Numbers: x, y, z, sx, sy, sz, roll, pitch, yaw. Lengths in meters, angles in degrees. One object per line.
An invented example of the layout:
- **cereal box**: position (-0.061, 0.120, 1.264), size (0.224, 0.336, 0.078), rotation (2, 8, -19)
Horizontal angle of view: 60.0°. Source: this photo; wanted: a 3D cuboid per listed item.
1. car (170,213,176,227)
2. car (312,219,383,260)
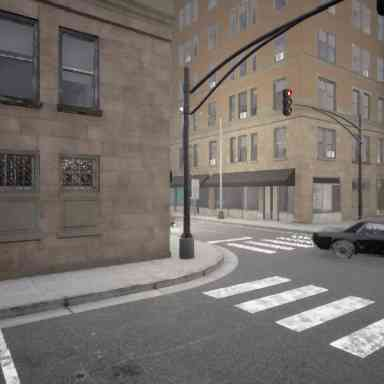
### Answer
- **car**: position (-2.771, 1.455, 21.200), size (1.994, 1.385, 4.181), rotation (0, 0, -36)
- **car**: position (6.541, 1.577, 10.839), size (4.718, 1.301, 1.895), rotation (0, 0, 34)
